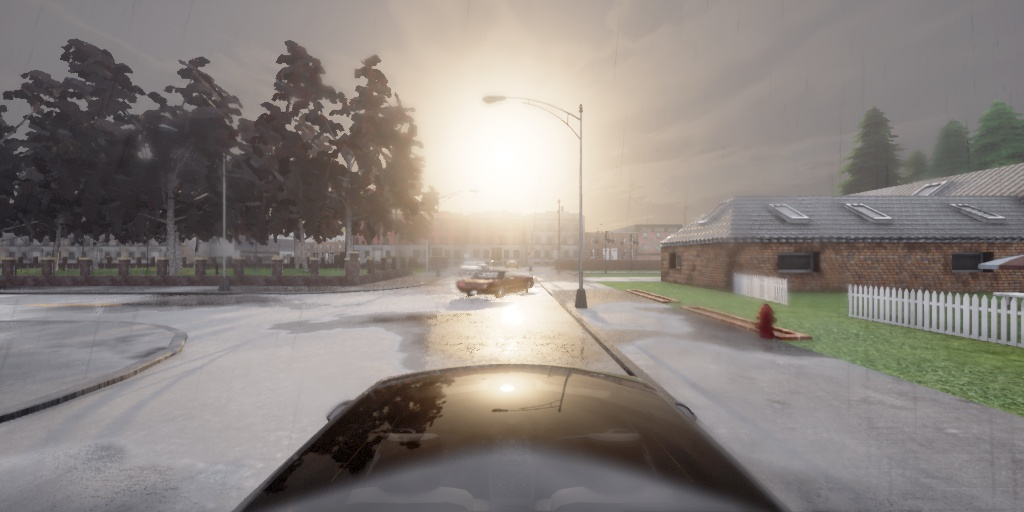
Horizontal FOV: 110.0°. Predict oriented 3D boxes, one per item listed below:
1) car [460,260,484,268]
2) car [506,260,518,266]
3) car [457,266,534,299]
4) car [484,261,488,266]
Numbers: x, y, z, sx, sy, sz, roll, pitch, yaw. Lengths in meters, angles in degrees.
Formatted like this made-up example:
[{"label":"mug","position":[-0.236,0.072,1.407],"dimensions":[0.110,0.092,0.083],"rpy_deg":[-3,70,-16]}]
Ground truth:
[{"label":"car","position":[-4.079,1.276,35.663],"dimensions":[1.812,1.442,4.674],"rpy_deg":[0,0,0]},{"label":"car","position":[-0.014,1.276,55.543],"dimensions":[1.812,1.442,4.674],"rpy_deg":[0,0,-2]},{"label":"car","position":[-0.649,1.351,18.160],"dimensions":[1.895,1.301,4.718],"rpy_deg":[0,0,29]},{"label":"car","position":[-4.049,1.276,45.463],"dimensions":[1.812,1.442,4.674],"rpy_deg":[0,0,0]}]
